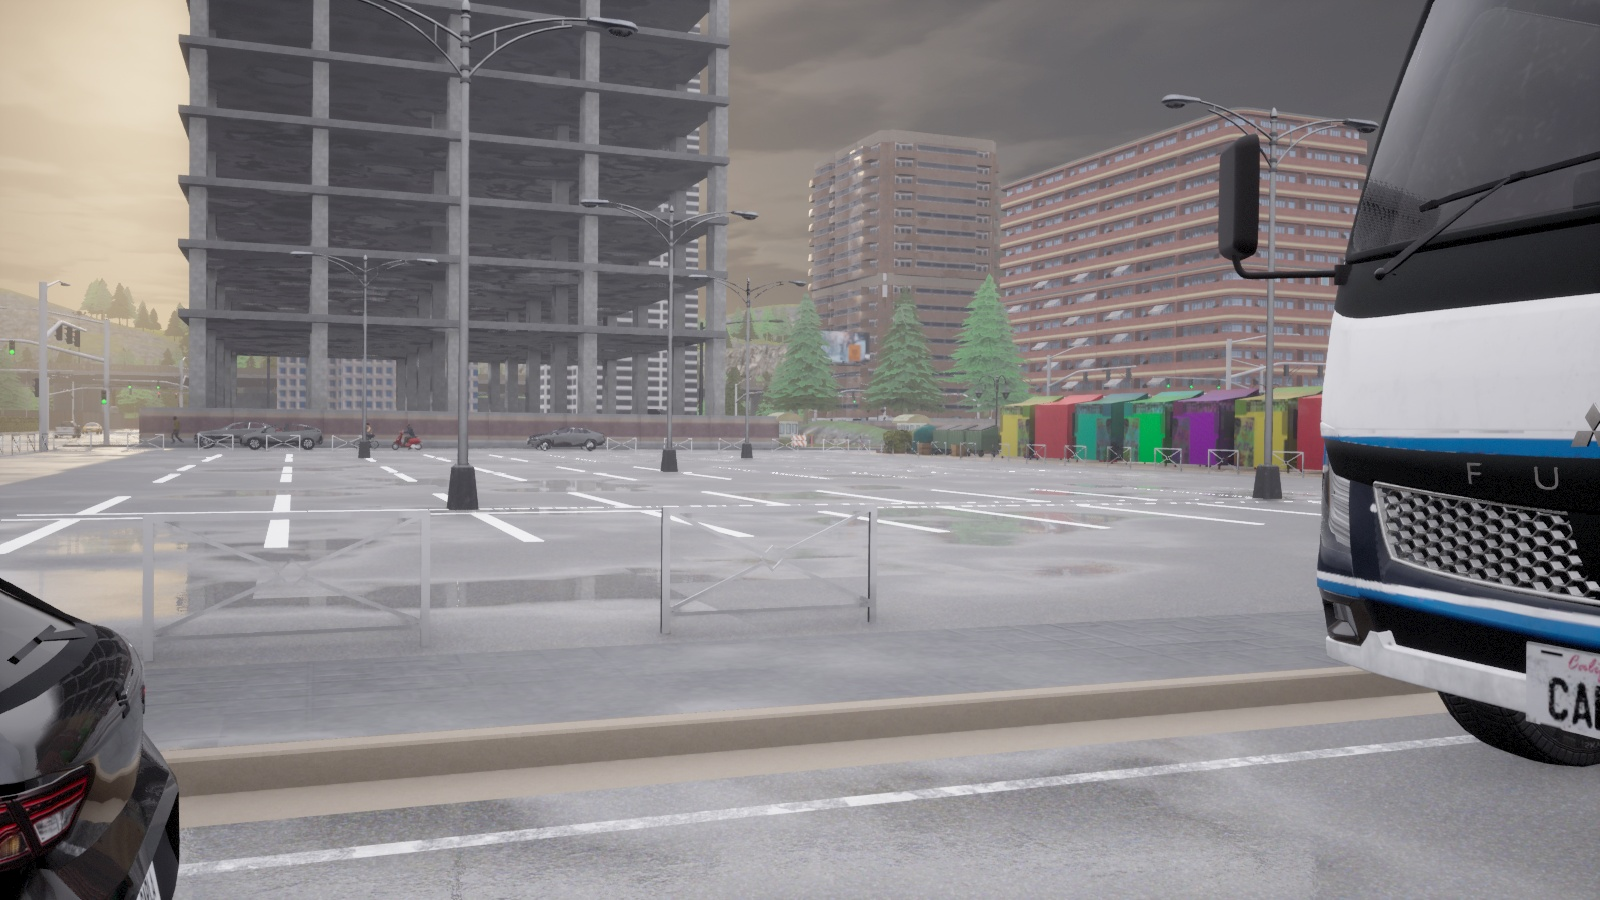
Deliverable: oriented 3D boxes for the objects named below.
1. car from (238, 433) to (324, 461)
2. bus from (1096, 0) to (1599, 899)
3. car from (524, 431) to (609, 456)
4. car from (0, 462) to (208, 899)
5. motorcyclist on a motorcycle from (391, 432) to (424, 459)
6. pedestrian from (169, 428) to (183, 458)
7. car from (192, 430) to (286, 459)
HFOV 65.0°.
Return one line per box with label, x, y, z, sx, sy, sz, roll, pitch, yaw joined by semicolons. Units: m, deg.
car;-29.989;-0.169;72.661;4.514;1.525;2.007;-1;1;-22
bus;6.891;-0.747;5.803;10.273;4.253;3.944;-1;1;-20
car;-14.696;-0.426;78.923;4.902;1.511;2.128;-1;1;-22
car;-3.322;0.815;1.970;4.193;1.474;1.816;-1;1;-21
motorcyclist on a motorcycle;-23.535;-0.275;75.304;1.817;1.590;0.866;-1;1;-22
pedestrian;-38.817;-0.452;78.072;0.726;1.835;0.370;-1;1;-32
car;-33.451;-0.338;75.023;5.027;1.651;2.152;-1;1;-22
